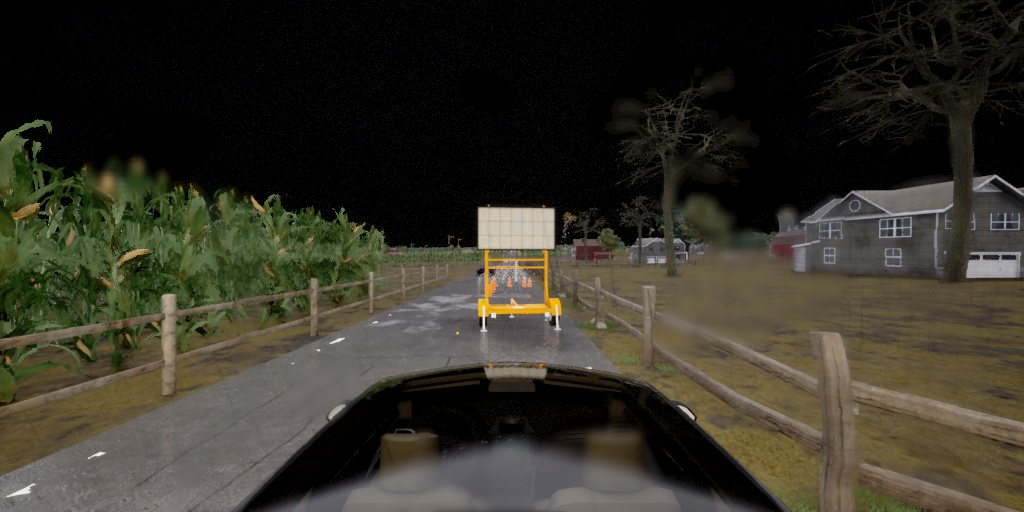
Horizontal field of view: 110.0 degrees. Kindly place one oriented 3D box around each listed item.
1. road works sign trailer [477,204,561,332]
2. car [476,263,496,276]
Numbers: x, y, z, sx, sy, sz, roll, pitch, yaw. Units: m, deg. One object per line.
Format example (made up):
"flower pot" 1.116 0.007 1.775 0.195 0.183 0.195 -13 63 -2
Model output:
"road works sign trailer" 0.121 0.227 11.037 2.380 3.560 2.880 0 0 -5
"car" -2.747 1.447 38.707 1.895 1.301 4.718 0 0 0
